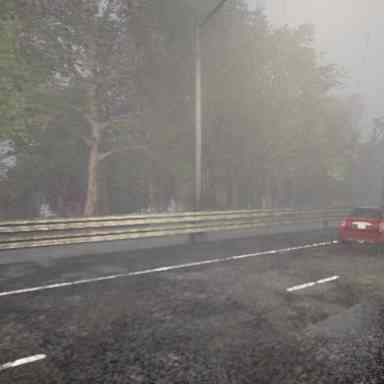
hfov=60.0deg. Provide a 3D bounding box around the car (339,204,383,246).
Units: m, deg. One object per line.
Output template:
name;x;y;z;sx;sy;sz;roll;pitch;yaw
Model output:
car;8.242;1.353;14.032;4.553;1.767;2.097;0;0;-36
